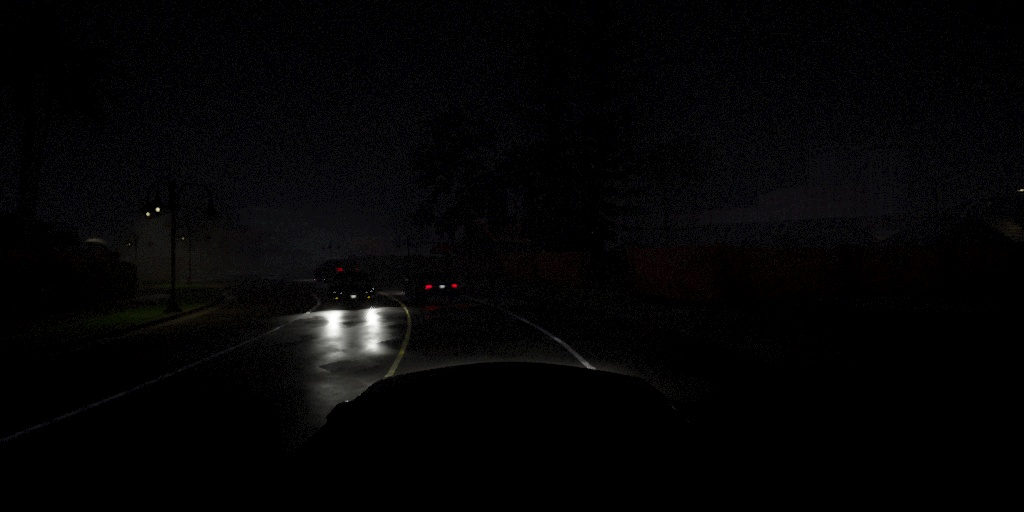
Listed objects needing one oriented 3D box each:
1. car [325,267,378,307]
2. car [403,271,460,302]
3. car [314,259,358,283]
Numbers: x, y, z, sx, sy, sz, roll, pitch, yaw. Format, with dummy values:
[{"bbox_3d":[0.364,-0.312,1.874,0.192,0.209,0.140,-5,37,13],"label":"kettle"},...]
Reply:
[{"bbox_3d":[-7.527,1.425,16.704,1.837,1.490,4.892,1,-1,-27],"label":"car"},{"bbox_3d":[-4.309,1.475,18.574,2.033,1.411,5.357,0,-1,-27],"label":"car"},{"bbox_3d":[-16.159,1.342,33.024,5.566,2.045,2.150,-1,-1,41],"label":"car"}]
